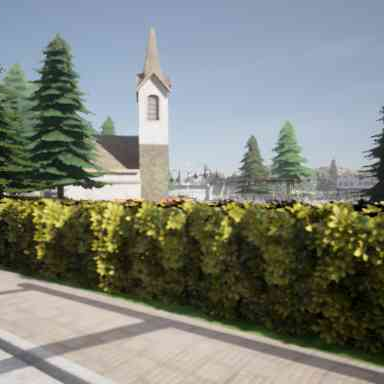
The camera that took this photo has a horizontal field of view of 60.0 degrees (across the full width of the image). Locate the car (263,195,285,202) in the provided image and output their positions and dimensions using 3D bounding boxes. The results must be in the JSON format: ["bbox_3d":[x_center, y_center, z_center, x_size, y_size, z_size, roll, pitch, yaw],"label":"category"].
[{"bbox_3d":[18.822,1.666,77.875,4.514,1.523,2.007,-1,0,35],"label":"car"}]

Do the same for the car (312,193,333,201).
[{"bbox_3d":[33.670,1.563,85.754,3.633,1.501,1.845,-1,0,35],"label":"car"}]
